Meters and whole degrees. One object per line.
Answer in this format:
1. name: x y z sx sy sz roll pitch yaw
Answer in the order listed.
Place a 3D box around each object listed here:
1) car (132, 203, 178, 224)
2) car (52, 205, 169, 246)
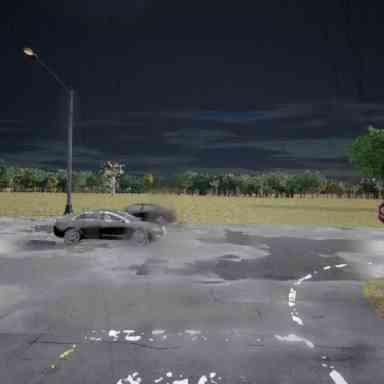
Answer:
1. car: -3.452 1.468 21.952 5.008 1.535 1.882 1 1 0
2. car: -3.679 1.534 14.954 4.902 1.511 2.128 1 0 0
